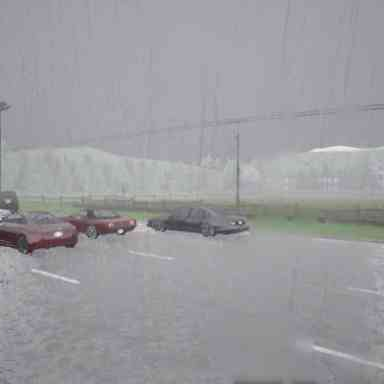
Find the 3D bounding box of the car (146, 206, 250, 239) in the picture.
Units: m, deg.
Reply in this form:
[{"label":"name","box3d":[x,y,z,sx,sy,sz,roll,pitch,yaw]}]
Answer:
[{"label":"car","box3d":[0.179,1.435,16.765,5.357,1.411,2.033,1,0,35]}]

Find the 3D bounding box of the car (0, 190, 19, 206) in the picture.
[{"label":"car","box3d":[-17.438,0.859,29.284,5.566,2.045,2.150,1,1,36]}]

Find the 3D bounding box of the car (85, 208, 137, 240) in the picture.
[{"label":"car","box3d":[-4.993,1.444,16.154,4.718,1.301,1.895,1,0,36]}]

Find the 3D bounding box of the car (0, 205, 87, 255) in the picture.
[{"label":"car","box3d":[-6.293,1.418,12.782,4.181,1.385,1.994,1,1,35]}]
